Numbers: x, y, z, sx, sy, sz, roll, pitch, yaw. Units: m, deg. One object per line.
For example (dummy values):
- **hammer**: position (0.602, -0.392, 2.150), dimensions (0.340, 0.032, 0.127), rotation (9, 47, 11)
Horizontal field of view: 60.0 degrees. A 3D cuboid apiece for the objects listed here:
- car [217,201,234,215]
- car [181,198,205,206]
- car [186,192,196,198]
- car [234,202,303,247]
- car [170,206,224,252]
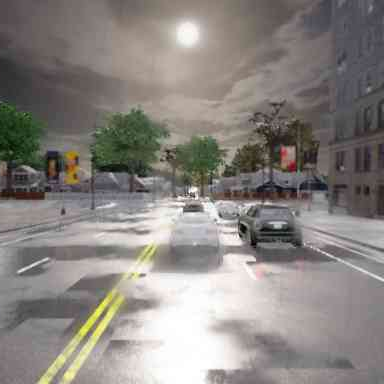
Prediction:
- **car**: position (3.353, 1.565, 31.274), dimensions (1.812, 1.442, 4.674), rotation (0, 0, 0)
- **car**: position (0.103, 1.542, 30.627), dimensions (1.837, 1.490, 4.892), rotation (0, 0, 0)
- **car**: position (0.045, 1.122, 94.022), dimensions (1.837, 1.490, 4.892), rotation (0, 0, 1)
- **car**: position (3.352, 1.356, 15.118), dimensions (2.097, 1.767, 4.553), rotation (0, 0, 0)
- **car**: position (0.101, 1.527, 13.737), dimensions (1.812, 1.442, 4.674), rotation (0, 0, 0)
